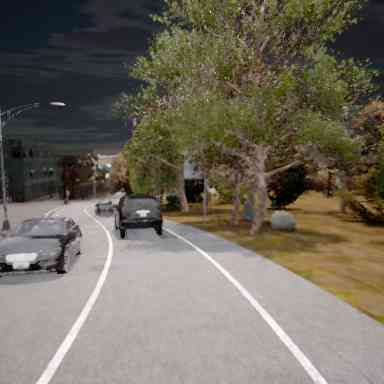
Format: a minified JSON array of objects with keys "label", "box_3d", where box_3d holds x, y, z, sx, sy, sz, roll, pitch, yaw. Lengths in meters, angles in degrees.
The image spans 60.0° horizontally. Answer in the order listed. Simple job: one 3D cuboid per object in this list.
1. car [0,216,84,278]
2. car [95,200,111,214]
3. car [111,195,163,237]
[{"label":"car","box_3d":[-4.636,1.548,10.524,2.128,1.511,4.902,-1,0,-11]},{"label":"car","box_3d":[-9.667,1.618,36.854,2.128,1.511,4.902,-2,0,-20]},{"label":"car","box_3d":[-3.085,1.217,18.505,2.150,2.045,5.566,-2,0,-16]}]
